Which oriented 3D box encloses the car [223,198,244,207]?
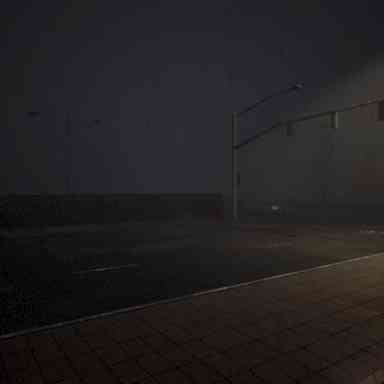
[{"bbox_3d":[6.116,1.563,51.641,1.994,1.385,4.181,0,0,-34],"label":"car"}]

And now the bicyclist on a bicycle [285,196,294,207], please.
[{"bbox_3d":[14.419,1.453,49.138,1.656,1.620,0.582,0,0,-22],"label":"bicyclist on a bicycle"}]

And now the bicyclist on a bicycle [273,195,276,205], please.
[{"bbox_3d":[13.454,1.300,54.053,0.582,1.620,1.656,0,0,22],"label":"bicyclist on a bicycle"}]
